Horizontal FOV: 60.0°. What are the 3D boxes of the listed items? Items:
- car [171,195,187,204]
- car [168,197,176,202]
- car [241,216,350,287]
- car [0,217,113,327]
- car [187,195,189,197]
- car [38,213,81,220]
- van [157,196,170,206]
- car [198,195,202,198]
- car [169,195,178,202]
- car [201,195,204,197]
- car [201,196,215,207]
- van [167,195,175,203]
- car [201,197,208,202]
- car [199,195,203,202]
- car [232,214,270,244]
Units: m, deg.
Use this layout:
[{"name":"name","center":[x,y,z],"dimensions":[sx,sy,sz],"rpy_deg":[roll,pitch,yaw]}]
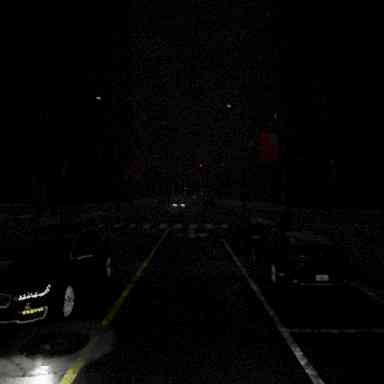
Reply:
[{"name":"car","center":[-2.687,1.588,71.736],"dimensions":[2.150,2.045,5.566],"rpy_deg":[0,0,1]},{"name":"car","center":[-5.290,2.001,89.559],"dimensions":[1.887,1.381,4.507],"rpy_deg":[0,0,1]},{"name":"car","center":[2.762,1.596,9.236],"dimensions":[2.008,1.369,4.403],"rpy_deg":[0,0,0]},{"name":"car","center":[-3.087,1.541,7.385],"dimensions":[1.837,1.490,4.892],"rpy_deg":[0,0,0]},{"name":"car","center":[-2.541,1.773,88.207],"dimensions":[2.033,1.411,5.357],"rpy_deg":[0,0,1]},{"name":"car","center":[-5.764,1.620,14.230],"dimensions":[2.008,1.369,4.403],"rpy_deg":[0,0,0]},{"name":"van","center":[-5.534,1.652,61.998],"dimensions":[1.690,1.788,3.998],"rpy_deg":[0,0,1]},{"name":"car","center":[3.088,1.684,72.950],"dimensions":[2.192,1.841,5.009],"rpy_deg":[0,0,1]},{"name":"car","center":[-5.241,1.801,95.072],"dimensions":[2.192,1.841,5.009],"rpy_deg":[0,0,1]},{"name":"car","center":[2.992,1.837,62.094],"dimensions":[1.752,1.417,4.829],"rpy_deg":[0,0,1]},{"name":"car","center":[2.941,1.833,56.411],"dimensions":[2.008,1.369,4.403],"rpy_deg":[0,0,1]},{"name":"van","center":[-5.339,1.768,84.047],"dimensions":[1.690,1.788,3.998],"rpy_deg":[0,0,1]},{"name":"car","center":[3.236,1.982,89.658],"dimensions":[1.752,1.417,4.829],"rpy_deg":[0,0,1]},{"name":"car","center":[3.039,1.891,67.436],"dimensions":[2.008,1.369,4.403],"rpy_deg":[0,0,1]},{"name":"car","center":[2.761,1.620,14.228],"dimensions":[2.008,1.369,4.403],"rpy_deg":[0,0,0]}]
